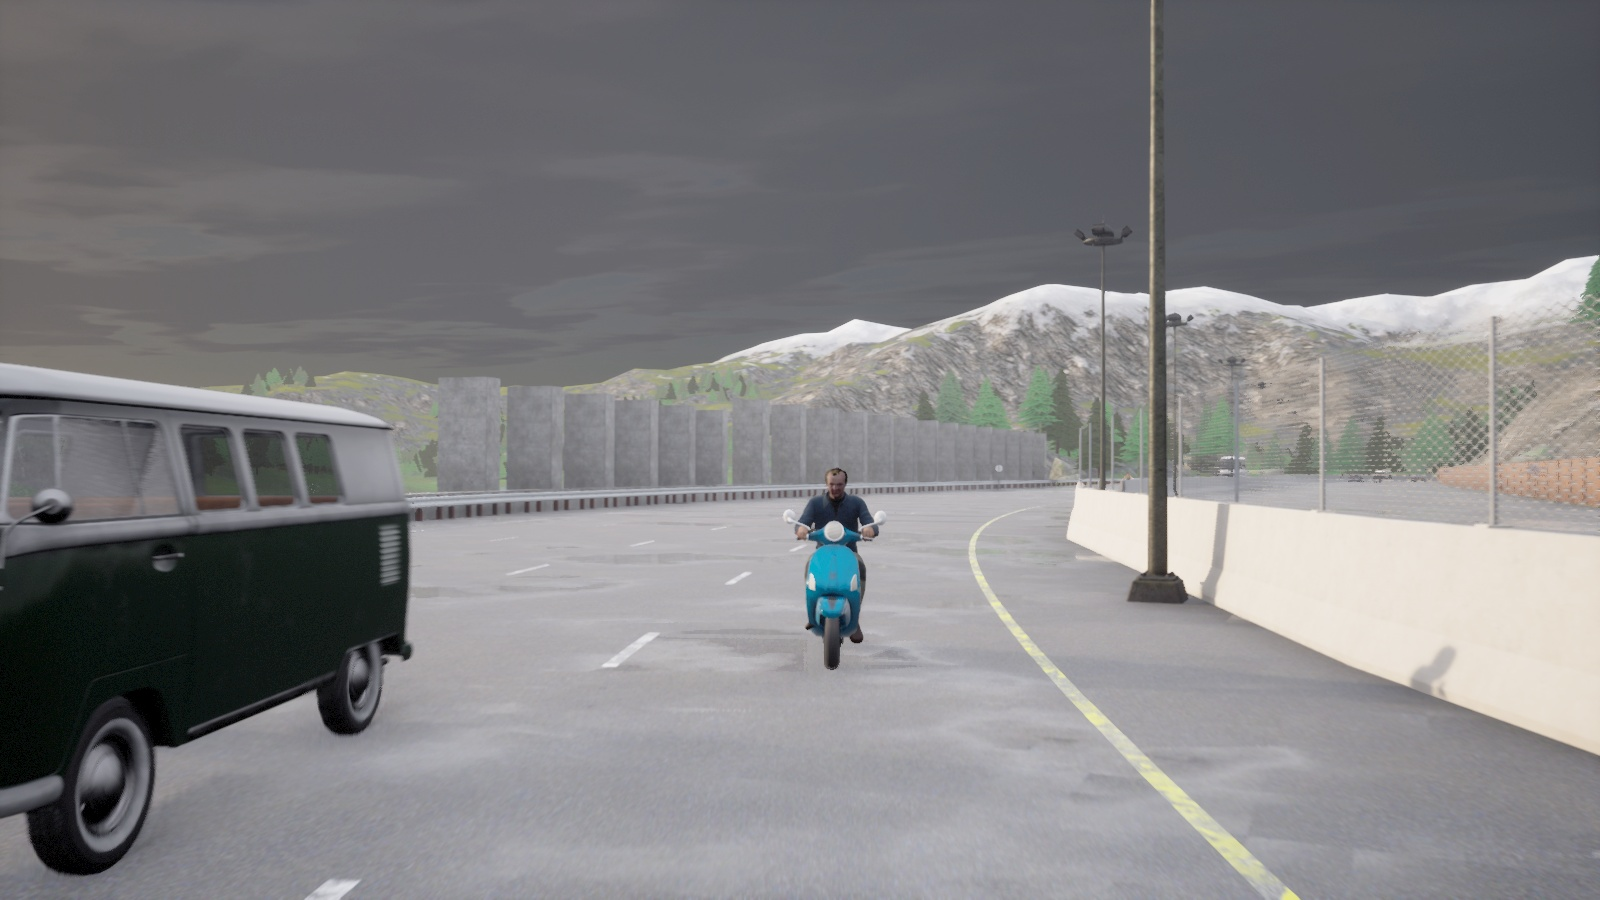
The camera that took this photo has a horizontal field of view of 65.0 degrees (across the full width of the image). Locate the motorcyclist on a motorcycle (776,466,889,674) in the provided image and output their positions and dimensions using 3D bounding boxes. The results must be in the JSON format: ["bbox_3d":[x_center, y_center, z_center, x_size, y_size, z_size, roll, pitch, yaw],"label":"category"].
[{"bbox_3d":[0.301,0.943,10.574,0.866,1.590,1.817,0,-2,3],"label":"motorcyclist on a motorcycle"}]

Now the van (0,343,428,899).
[{"bbox_3d":[-3.417,0.682,6.092,1.775,1.987,4.442,0,-1,2],"label":"van"}]
